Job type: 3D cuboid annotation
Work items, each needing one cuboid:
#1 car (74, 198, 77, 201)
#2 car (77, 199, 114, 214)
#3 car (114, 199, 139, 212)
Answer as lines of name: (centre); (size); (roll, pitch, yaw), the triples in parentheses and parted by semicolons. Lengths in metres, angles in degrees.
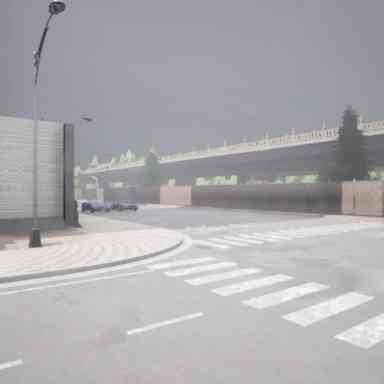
car: (-20.678, 1.513, 55.891); (1.994, 1.385, 4.181); (0, 0, -35)
car: (-10.258, 1.473, 35.230); (1.812, 1.442, 4.674); (0, 0, -36)
car: (-7.659, 1.512, 37.587); (1.994, 1.385, 4.181); (0, 0, -36)
